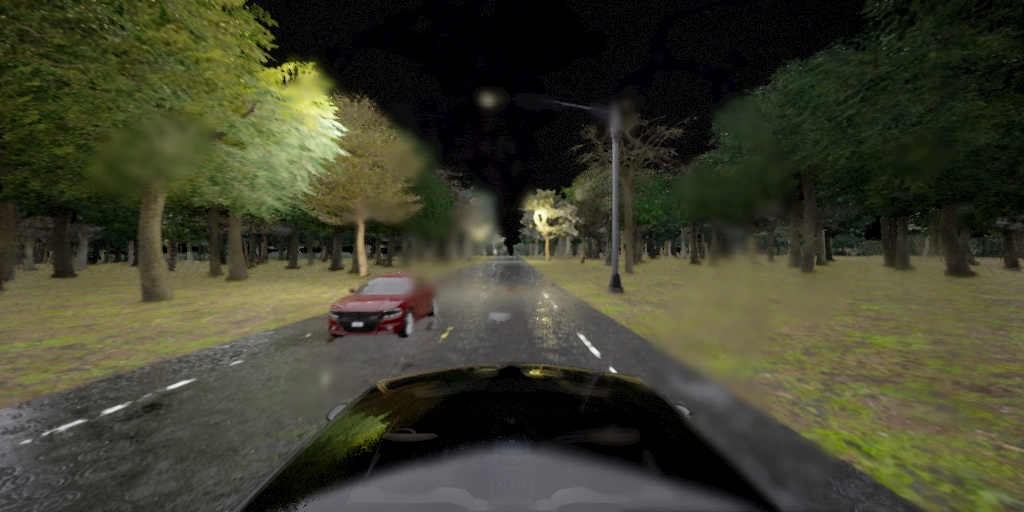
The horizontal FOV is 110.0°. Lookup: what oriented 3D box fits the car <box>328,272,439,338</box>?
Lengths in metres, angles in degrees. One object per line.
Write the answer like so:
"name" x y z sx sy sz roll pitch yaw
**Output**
"car" -3.486 1.273 10.600 1.882 1.535 5.008 0 0 0
